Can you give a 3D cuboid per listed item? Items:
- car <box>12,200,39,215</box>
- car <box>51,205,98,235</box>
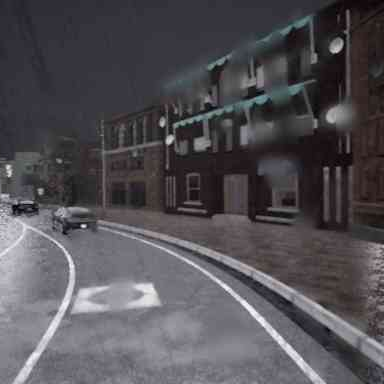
[{"bbox_3d":[-17.562,1.565,34.932,1.882,1.535,5.008,-2,1,-37],"label":"car"},{"bbox_3d":[-6.964,1.544,19.450,1.837,1.490,4.892,-1,0,-32],"label":"car"}]
